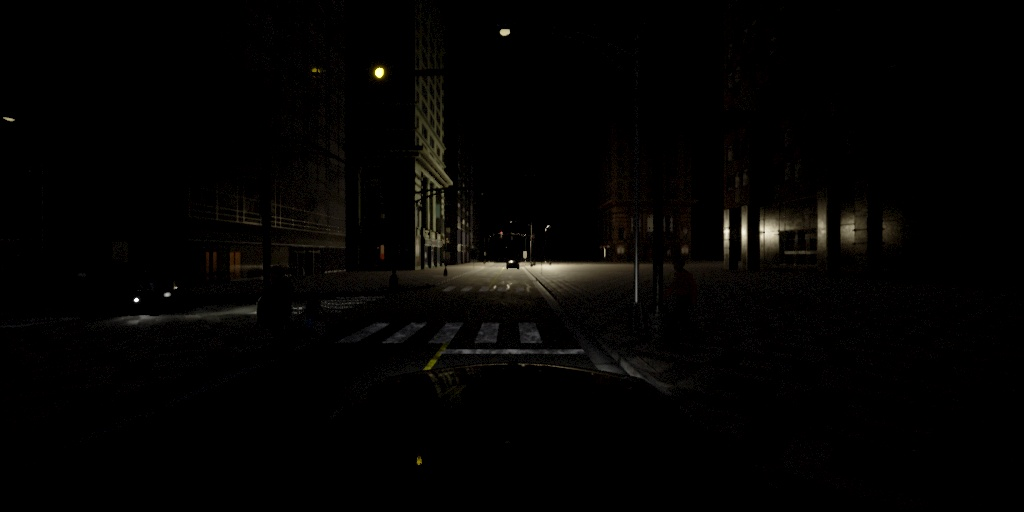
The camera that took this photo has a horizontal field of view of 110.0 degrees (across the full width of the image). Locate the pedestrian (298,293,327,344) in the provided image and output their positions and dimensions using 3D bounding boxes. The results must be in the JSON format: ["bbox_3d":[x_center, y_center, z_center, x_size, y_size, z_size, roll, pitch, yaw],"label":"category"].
[{"bbox_3d":[-4.600,1.041,8.263,0.375,1.860,0.375,0,0,0],"label":"pedestrian"}]

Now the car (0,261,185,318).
[{"bbox_3d":[-16.105,1.188,13.854,5.566,2.045,2.150,-1,0,0],"label":"car"}]

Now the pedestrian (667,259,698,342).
[{"bbox_3d":[3.603,0.889,7.609,0.375,1.860,0.375,0,0,0],"label":"pedestrian"}]

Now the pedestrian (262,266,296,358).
[{"bbox_3d":[-4.536,1.042,7.028,0.375,1.860,0.375,0,0,0],"label":"pedestrian"}]

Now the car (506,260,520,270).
[{"bbox_3d":[0.111,1.305,53.475,1.994,1.385,4.181,0,0,0],"label":"car"}]
